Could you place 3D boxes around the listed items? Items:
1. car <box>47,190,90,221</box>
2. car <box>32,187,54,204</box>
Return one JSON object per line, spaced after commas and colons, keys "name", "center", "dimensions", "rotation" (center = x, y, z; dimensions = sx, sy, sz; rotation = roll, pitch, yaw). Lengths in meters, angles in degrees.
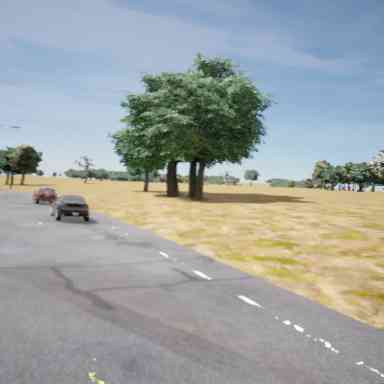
{"name": "car", "center": [-7.634, 0.910, 20.768], "dimensions": [1.837, 1.490, 4.892], "rotation": [4, 0, -28]}
{"name": "car", "center": [-15.361, 0.291, 34.783], "dimensions": [2.097, 1.767, 4.553], "rotation": [4, -1, -30]}
